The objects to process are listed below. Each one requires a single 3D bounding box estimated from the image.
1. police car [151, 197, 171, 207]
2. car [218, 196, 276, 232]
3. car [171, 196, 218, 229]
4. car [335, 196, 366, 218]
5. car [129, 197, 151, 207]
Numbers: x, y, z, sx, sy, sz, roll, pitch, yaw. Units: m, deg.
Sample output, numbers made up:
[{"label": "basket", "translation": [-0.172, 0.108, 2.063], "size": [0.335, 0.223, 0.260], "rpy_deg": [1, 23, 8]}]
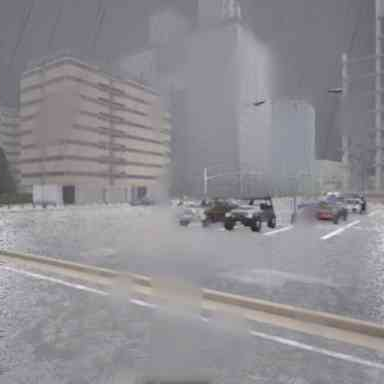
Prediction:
[{"label": "police car", "translation": [-3.524, 1.560, 51.665], "size": [2.038, 1.542, 4.974], "rpy_deg": [0, 0, 34]}, {"label": "car", "translation": [3.402, 1.170, 18.993], "size": [1.905, 1.878, 3.866], "rpy_deg": [0, 0, 34]}, {"label": "car", "translation": [1.034, 1.172, 20.658], "size": [1.932, 1.855, 4.605], "rpy_deg": [0, 0, 34]}, {"label": "car", "translation": [15.420, 1.403, 31.954], "size": [1.970, 1.475, 3.806], "rpy_deg": [0, 0, 34]}, {"label": "car", "translation": [-7.632, 1.568, 51.969], "size": [1.837, 1.490, 4.892], "rpy_deg": [0, 0, 34]}]
